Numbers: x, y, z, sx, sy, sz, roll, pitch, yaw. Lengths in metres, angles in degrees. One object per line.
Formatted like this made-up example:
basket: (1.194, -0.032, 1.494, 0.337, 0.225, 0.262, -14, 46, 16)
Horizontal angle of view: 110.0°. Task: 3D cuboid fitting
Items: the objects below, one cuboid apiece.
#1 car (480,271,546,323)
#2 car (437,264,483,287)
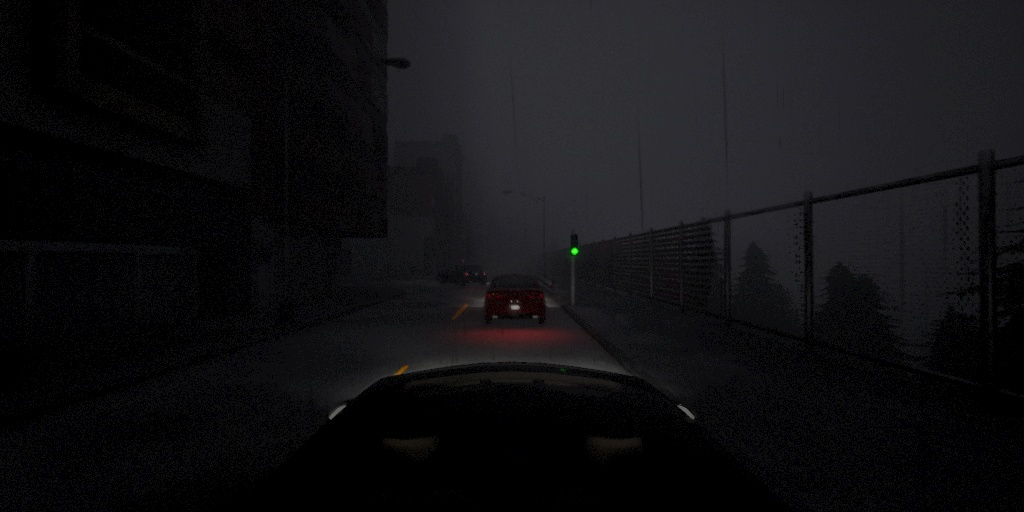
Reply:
car: (0.097, 1.348, 12.711, 1.882, 1.535, 5.008, 0, -1, 0)
car: (-3.980, 1.387, 27.790, 2.097, 1.767, 4.553, 0, -1, -40)
